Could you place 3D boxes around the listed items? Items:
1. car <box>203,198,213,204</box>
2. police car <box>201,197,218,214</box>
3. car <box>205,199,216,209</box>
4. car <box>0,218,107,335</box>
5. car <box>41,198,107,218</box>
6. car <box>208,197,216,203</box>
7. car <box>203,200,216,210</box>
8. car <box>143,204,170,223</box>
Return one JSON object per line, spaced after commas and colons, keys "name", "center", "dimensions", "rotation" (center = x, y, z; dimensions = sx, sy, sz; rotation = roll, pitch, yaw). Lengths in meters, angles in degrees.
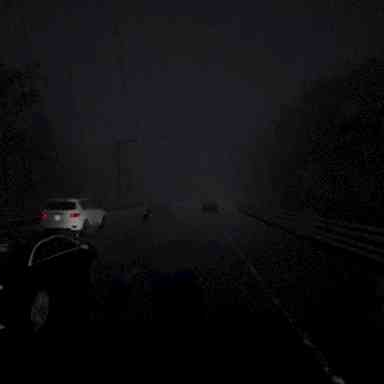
{"name": "car", "center": [3.603, 1.995, 75.018], "dimensions": [1.994, 1.385, 4.181], "rotation": [0, -1, 6]}
{"name": "police car", "center": [2.148, 1.752, 41.064], "dimensions": [1.930, 1.638, 5.238], "rotation": [0, 0, 3]}
{"name": "car", "center": [3.140, 1.968, 56.720], "dimensions": [1.837, 1.490, 4.892], "rotation": [0, -1, 4]}
{"name": "car", "center": [-3.350, 1.542, 6.796], "dimensions": [2.128, 1.511, 4.902], "rotation": [0, 0, 0]}
{"name": "car", "center": [-6.643, 1.367, 19.290], "dimensions": [2.150, 2.045, 5.566], "rotation": [0, 0, 1]}
{"name": "car", "center": [5.584, 2.211, 93.038], "dimensions": [2.033, 1.411, 5.357], "rotation": [0, -1, 7]}
{"name": "car", "center": [2.729, 1.937, 50.810], "dimensions": [1.812, 1.442, 4.674], "rotation": [0, -1, 4]}
{"name": "car", "center": [-2.885, 1.738, 27.563], "dimensions": [1.812, 1.442, 4.674], "rotation": [0, 0, 2]}
